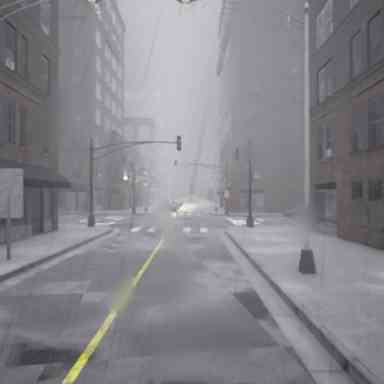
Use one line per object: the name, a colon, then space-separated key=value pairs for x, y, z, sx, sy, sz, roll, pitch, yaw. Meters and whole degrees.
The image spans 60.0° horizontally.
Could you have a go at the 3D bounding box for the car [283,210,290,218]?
car: x=11.688 y=2.088 z=34.877 sx=4.206 sy=1.307 sz=1.802 roll=1 pitch=-1 yaw=0

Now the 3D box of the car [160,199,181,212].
car: x=-3.097 y=1.849 z=45.809 sx=2.097 sy=1.767 sz=4.553 roll=0 pitch=-1 yaw=1

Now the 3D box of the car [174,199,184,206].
car: x=-2.938 y=2.299 z=74.755 sx=2.128 sy=1.511 sz=4.902 roll=0 pitch=-1 yaw=0

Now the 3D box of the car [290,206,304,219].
car: x=12.513 y=1.992 z=32.295 sx=4.902 sy=1.511 sz=2.128 roll=1 pitch=0 yaw=0
